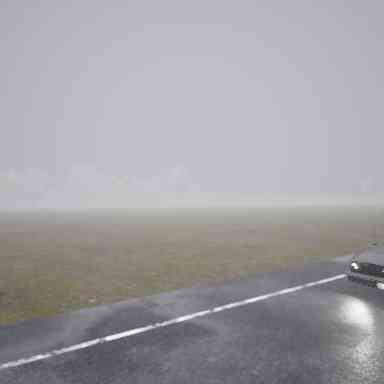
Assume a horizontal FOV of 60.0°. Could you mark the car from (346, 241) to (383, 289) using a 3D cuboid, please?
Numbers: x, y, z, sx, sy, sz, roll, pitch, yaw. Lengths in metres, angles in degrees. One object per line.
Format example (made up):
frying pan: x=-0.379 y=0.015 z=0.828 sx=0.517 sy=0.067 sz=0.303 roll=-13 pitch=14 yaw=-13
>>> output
car: x=6.113 y=1.555 z=8.373 sx=5.357 sy=1.411 sz=2.033 roll=0 pitch=0 yaw=-36
